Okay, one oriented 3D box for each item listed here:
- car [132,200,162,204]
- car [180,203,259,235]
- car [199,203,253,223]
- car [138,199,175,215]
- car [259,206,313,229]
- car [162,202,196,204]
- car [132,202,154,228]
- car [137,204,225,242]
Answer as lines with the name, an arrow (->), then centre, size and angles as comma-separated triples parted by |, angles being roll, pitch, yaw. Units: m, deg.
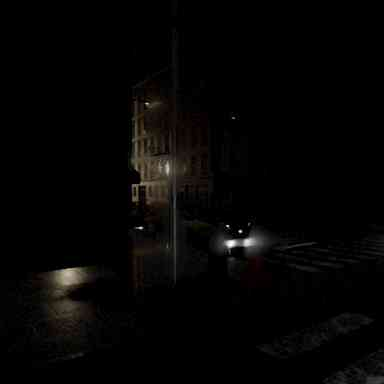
car -> -4.771, 1.517, 26.755 | 2.128, 1.511, 4.902 | 0, 0, -35
car -> 0.984, 1.565, 18.713 | 2.033, 1.411, 5.357 | 0, 0, -32
car -> 2.565, 1.578, 25.910 | 1.802, 1.307, 4.206 | 0, 0, -35
car -> -3.811, 1.529, 34.867 | 1.752, 1.417, 4.829 | 0, 0, -35
car -> 5.704, 1.558, 21.500 | 1.947, 1.339, 4.313 | 0, 0, -35
car -> -0.573, 1.566, 30.319 | 1.947, 1.339, 4.313 | 0, 0, -35
car -> -3.978, 1.585, 21.264 | 2.008, 1.369, 4.403 | 0, 0, -35
car -> -0.741, 1.555, 16.715 | 1.752, 1.417, 4.829 | 0, 0, -35
